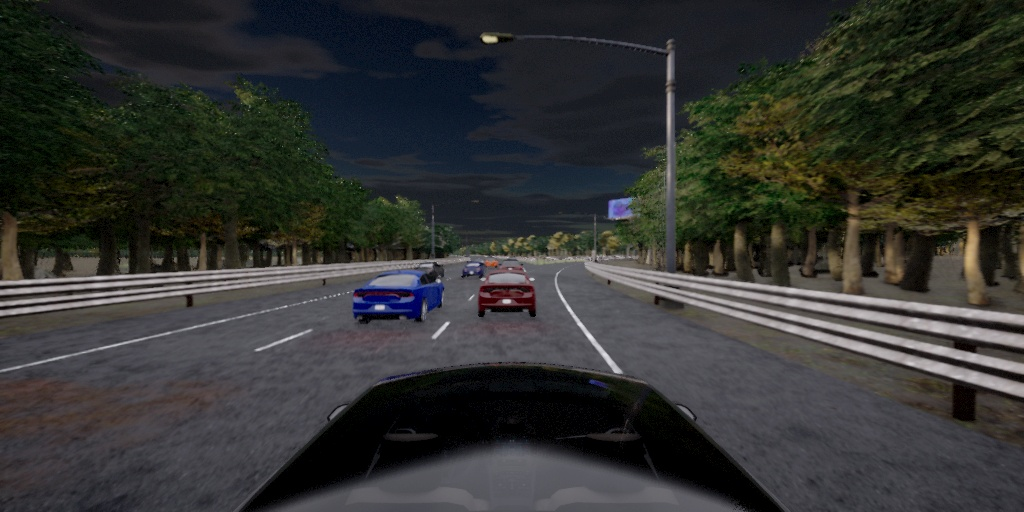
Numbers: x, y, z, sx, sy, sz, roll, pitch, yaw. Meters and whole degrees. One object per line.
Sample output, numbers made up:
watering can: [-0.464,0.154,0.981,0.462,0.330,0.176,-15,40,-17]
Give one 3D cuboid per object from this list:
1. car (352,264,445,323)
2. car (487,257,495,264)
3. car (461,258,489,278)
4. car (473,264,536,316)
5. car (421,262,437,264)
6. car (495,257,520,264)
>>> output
car: [-3.562,1.224,12.118,1.882,1.535,5.008,0,0,0]
car: [-3.366,1.019,58.763,2.097,1.767,4.553,0,0,0]
car: [-3.478,1.229,33.270,1.812,1.442,4.674,0,0,0]
car: [-0.160,1.236,13.377,1.882,1.535,5.008,0,0,0]
car: [-7.009,1.239,30.468,1.812,1.442,4.674,0,0,0]
car: [-0.090,1.058,31.061,2.097,1.767,4.553,0,0,0]
